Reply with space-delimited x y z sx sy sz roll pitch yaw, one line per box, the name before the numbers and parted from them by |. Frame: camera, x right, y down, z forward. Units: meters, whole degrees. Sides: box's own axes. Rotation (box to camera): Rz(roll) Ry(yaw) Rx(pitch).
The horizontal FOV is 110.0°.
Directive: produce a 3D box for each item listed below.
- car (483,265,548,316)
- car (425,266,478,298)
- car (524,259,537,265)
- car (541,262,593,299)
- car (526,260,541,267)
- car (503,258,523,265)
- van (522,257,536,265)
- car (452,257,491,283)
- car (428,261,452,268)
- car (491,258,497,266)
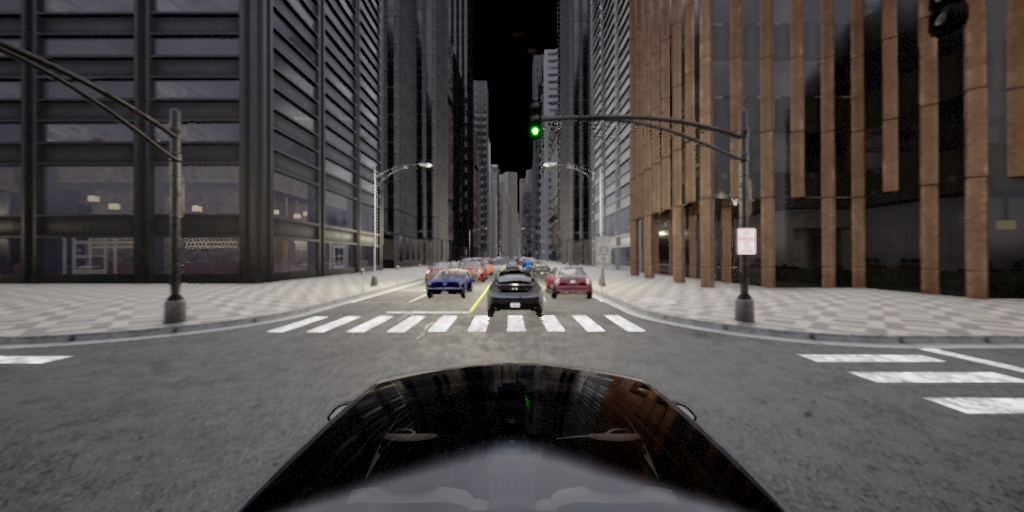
car | 0.096 1.263 13.436 1.837 1.490 4.892 0 0 0
car | -3.098 1.372 18.718 1.895 1.301 4.718 0 0 0
car | 2.748 1.334 40.627 1.948 1.339 4.313 0 0 0
car | 2.756 1.192 18.191 1.967 1.591 4.097 0 0 0
car | 2.750 1.314 35.018 2.007 1.370 4.403 0 0 0
car | 0.087 1.332 49.196 2.033 1.411 5.357 0 0 0
van | 2.745 1.120 51.844 1.690 1.789 3.998 0 0 0
car | -3.099 1.129 28.412 2.097 1.767 4.553 0 0 0
car | -5.773 1.226 29.387 1.967 1.591 4.097 0 0 0
car | -3.087 1.136 38.362 2.097 1.767 4.553 0 0 0
